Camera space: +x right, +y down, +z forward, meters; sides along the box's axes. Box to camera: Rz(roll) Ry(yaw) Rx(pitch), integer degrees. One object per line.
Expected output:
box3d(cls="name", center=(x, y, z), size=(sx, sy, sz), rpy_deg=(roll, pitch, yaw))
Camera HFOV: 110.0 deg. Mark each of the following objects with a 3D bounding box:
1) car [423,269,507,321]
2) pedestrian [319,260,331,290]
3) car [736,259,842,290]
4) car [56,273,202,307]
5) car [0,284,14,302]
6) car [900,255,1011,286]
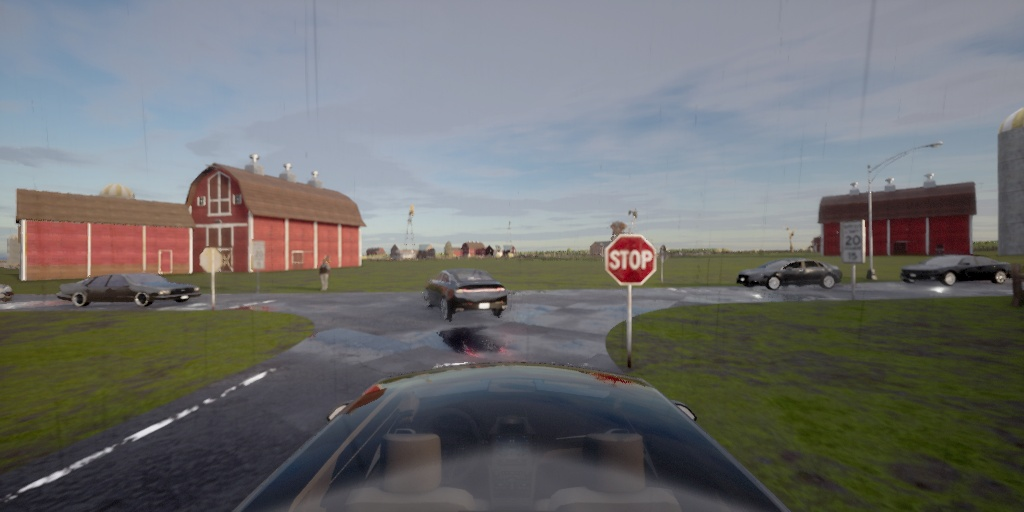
box3d(cls="car", center=(-1.772, 1.186, 12.377), size=(2.128, 1.511, 4.902), rpy_deg=(0, 0, -24))
box3d(cls="pedestrian", center=(-11.212, 1.119, 21.403), size=(0.375, 1.860, 0.375), rpy_deg=(0, 1, 4))
box3d(cls="car", center=(14.173, 0.906, 18.475), size=(4.892, 1.490, 1.837), rpy_deg=(-1, 0, -4))
box3d(cls="car", center=(-16.959, 1.454, 15.950), size=(5.357, 1.411, 2.033), rpy_deg=(-1, 0, 6))
box3d(cls="car", center=(-26.680, 1.588, 17.096), size=(4.674, 1.442, 1.812), rpy_deg=(-1, 0, 8))
box3d(cls="car", center=(23.750, 0.710, 19.313), size=(5.008, 1.535, 1.882), rpy_deg=(-1, 0, -7))
